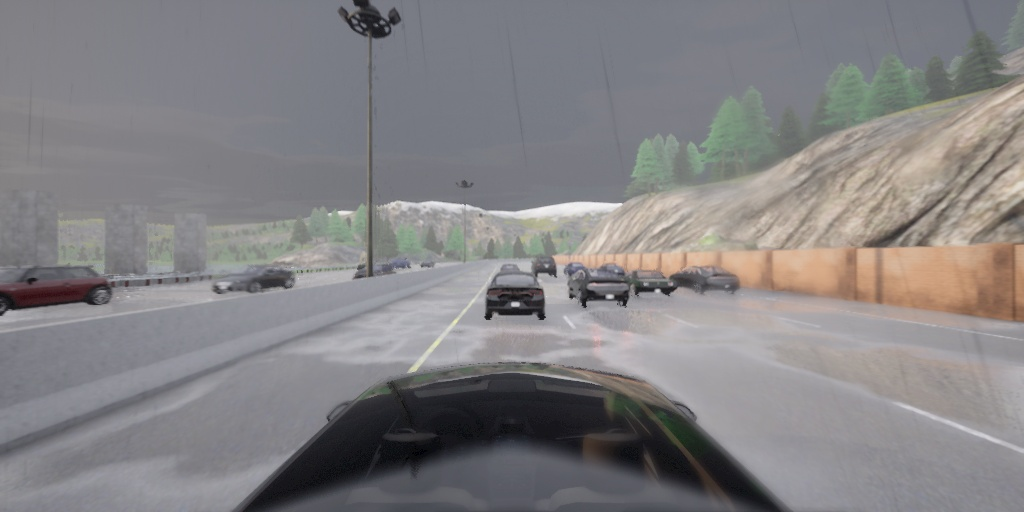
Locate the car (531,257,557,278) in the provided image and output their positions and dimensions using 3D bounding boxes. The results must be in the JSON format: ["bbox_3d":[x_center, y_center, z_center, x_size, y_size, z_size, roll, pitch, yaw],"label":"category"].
[{"bbox_3d":[3.179,1.079,36.235,2.150,2.045,5.566,0,0,-1],"label":"car"}]

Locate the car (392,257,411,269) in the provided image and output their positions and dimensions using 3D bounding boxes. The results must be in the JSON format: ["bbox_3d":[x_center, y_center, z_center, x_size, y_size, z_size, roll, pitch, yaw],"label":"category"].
[{"bbox_3d":[-18.512,1.152,59.573,2.150,2.045,5.566,0,0,-1],"label":"car"}]

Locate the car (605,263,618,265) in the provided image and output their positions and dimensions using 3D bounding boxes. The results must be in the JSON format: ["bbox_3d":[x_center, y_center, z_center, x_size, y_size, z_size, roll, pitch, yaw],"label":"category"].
[{"bbox_3d":[10.159,1.424,37.121,1.994,1.385,4.181,0,0,-1],"label":"car"}]

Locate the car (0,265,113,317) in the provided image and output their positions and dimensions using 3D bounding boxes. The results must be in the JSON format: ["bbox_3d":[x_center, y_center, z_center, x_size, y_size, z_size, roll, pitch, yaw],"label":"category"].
[{"bbox_3d":[-17.615,1.134,12.872,2.097,1.767,4.553,0,0,0],"label":"car"}]

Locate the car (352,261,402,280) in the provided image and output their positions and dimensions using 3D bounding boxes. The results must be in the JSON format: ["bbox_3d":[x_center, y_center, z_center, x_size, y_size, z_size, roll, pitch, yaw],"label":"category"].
[{"bbox_3d":[-10.843,1.380,28.707,2.033,1.411,5.357,0,0,-1],"label":"car"}]

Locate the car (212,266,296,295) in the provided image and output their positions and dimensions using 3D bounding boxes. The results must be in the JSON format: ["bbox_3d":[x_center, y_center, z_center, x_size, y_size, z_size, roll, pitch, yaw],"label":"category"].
[{"bbox_3d":[-14.175,1.298,20.036,2.128,1.511,4.902,0,0,-1],"label":"car"}]

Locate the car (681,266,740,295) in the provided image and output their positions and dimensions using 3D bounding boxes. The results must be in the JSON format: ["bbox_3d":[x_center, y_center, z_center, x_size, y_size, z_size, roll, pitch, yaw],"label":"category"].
[{"bbox_3d":[10.518,1.299,20.012,2.128,1.511,4.902,0,0,-1],"label":"car"}]

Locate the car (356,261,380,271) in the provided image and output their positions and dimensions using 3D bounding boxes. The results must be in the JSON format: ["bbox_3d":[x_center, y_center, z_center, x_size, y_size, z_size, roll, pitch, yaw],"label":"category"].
[{"bbox_3d":[-21.921,1.513,54.874,1.895,1.301,4.718,0,0,-1],"label":"car"}]

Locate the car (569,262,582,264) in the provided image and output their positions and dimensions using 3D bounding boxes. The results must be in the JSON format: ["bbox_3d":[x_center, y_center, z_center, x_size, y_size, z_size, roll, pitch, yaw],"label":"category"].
[{"bbox_3d":[6.635,1.387,37.597,1.812,1.442,4.674,0,0,-1],"label":"car"}]

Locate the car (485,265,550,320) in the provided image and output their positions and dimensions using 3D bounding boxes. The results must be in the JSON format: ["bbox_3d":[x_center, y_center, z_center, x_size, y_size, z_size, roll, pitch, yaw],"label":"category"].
[{"bbox_3d":[0.089,1.262,12.906,1.882,1.535,5.008,0,0,0],"label":"car"}]

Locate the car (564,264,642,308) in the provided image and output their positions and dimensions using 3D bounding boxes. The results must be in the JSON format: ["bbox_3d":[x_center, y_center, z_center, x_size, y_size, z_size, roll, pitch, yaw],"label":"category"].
[{"bbox_3d":[3.571,1.285,15.568,2.128,1.511,4.902,0,0,0],"label":"car"}]

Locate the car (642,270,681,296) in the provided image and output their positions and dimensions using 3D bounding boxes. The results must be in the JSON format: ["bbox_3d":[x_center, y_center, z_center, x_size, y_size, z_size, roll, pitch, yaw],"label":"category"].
[{"bbox_3d":[7.030,1.407,19.586,1.895,1.301,4.718,0,0,-1],"label":"car"}]
